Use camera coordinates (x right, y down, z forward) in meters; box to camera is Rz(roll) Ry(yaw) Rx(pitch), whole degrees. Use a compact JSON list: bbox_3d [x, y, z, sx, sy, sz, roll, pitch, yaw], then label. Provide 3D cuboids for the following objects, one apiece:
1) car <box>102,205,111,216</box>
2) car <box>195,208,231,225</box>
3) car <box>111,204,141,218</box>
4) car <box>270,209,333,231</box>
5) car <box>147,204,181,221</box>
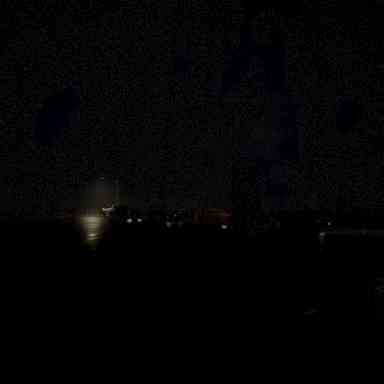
[{"bbox_3d":[-15.004,3.435,62.631,2.150,2.045,5.566,1,-3,-36],"label":"car"},{"bbox_3d":[2.307,2.377,33.236,1.882,1.535,5.008,1,-3,-36],"label":"car"},{"bbox_3d":[-9.808,2.898,50.341,2.150,2.045,5.566,1,-3,-35],"label":"car"},{"bbox_3d":[8.117,2.039,25.035,1.837,1.490,4.892,1,-3,-35],"label":"car"},{"bbox_3d":[-3.577,2.493,41.507,2.150,2.045,5.566,1,-3,-35],"label":"car"}]
